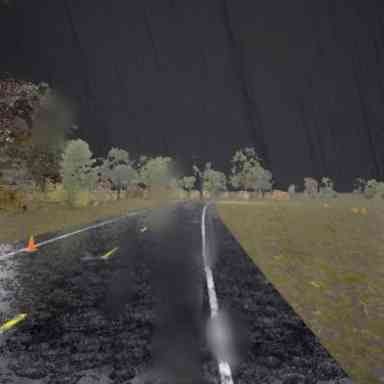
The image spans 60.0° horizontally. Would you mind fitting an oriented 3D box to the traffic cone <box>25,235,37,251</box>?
[{"bbox_3d":[-6.135,1.930,12.738,0.340,0.580,0.340,0,0,1],"label":"traffic cone"}]
